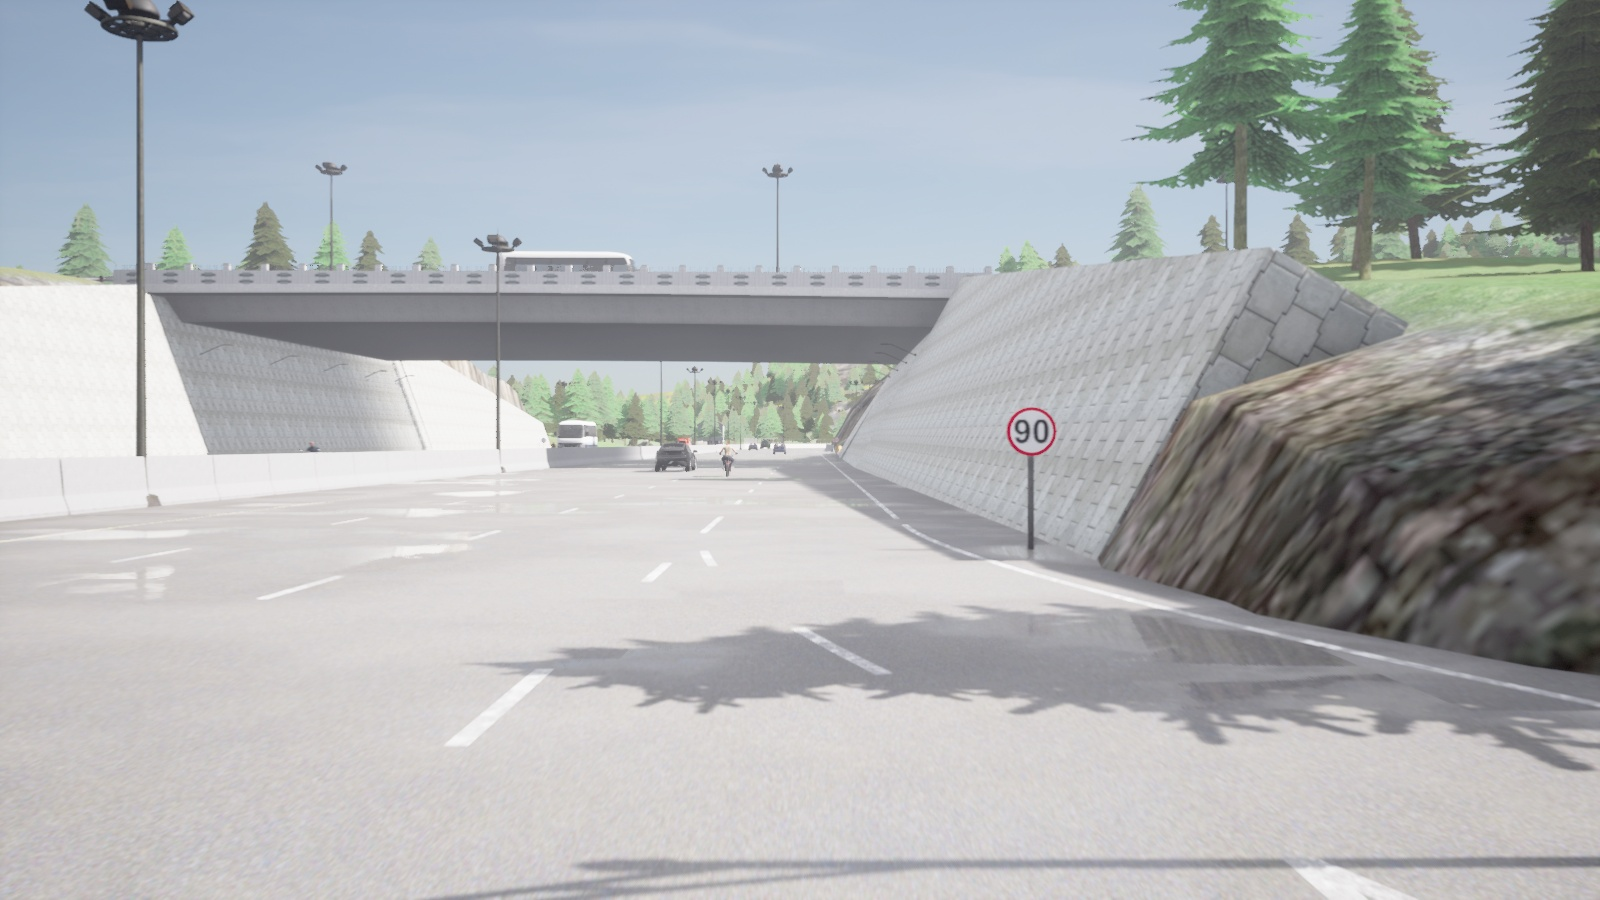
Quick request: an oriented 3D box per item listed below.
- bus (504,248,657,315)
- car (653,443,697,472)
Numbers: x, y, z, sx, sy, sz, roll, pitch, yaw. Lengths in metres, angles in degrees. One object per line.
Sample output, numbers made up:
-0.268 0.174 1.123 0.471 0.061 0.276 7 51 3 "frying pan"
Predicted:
-15.685 -12.090 90.294 10.273 4.253 3.944 1 0 1 "bus"
-6.604 0.370 66.808 1.837 1.490 4.892 0 0 0 "car"
